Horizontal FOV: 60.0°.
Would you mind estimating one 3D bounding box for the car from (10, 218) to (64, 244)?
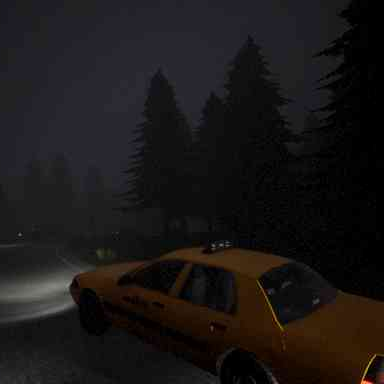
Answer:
[{"bbox_3d":[-12.758,3.220,28.052,2.150,2.045,5.566,-4,-7,7],"label":"car"}]

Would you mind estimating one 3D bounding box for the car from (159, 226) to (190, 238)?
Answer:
[{"bbox_3d":[-2.324,5.543,46.250,1.882,1.535,5.008,-5,-8,30],"label":"car"}]

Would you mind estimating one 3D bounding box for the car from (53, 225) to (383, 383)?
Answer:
[{"bbox_3d":[0.153,1.440,4.725,5.366,1.575,1.801,0,1,43],"label":"car"}]

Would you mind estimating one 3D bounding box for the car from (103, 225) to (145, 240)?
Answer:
[{"bbox_3d":[-7.438,4.510,36.939,2.033,1.411,5.357,-4,-8,20],"label":"car"}]
